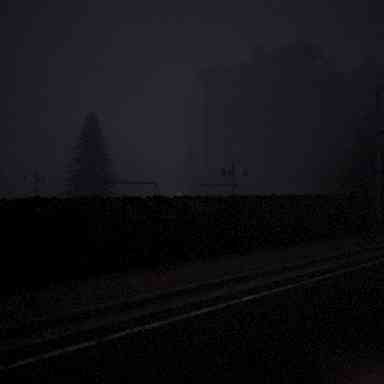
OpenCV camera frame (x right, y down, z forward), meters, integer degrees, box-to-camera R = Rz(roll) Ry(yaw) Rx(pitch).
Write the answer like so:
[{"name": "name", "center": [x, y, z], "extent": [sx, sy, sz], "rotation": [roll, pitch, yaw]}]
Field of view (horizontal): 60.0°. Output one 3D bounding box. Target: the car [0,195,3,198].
[{"name": "car", "center": [-40.355, 1.384, 67.370], "extent": [3.633, 1.501, 1.845], "rotation": [0, 0, -38]}]

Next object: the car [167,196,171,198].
[{"name": "car", "center": [-4.711, 1.359, 50.376], "extent": [2.097, 1.767, 4.553], "rotation": [0, 0, -38]}]
